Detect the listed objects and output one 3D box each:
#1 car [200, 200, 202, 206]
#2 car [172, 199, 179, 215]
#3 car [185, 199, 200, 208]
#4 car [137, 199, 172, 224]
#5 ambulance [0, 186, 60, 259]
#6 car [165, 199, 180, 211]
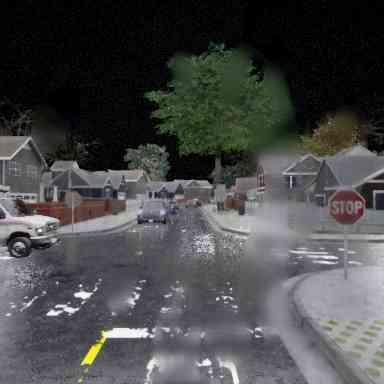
[{"bbox_3d":[0.738,2.094,67.207,1.882,1.535,5.008,0,-1,12],"label":"car"},{"bbox_3d":[-2.942,1.617,38.080,2.097,1.767,4.553,0,-1,0],"label":"car"},{"bbox_3d":[-0.138,2.020,56.609,2.033,1.411,5.357,0,-1,1],"label":"car"},{"bbox_3d":[-2.913,1.486,25.745,2.097,1.767,4.553,0,-1,0],"label":"car"},{"bbox_3d":[-8.050,0.951,11.715,6.366,2.431,2.351,1,-1,-1],"label":"ambulance"},{"bbox_3d":[-2.934,1.903,50.376,1.837,1.490,4.892,0,1,1],"label":"car"}]
